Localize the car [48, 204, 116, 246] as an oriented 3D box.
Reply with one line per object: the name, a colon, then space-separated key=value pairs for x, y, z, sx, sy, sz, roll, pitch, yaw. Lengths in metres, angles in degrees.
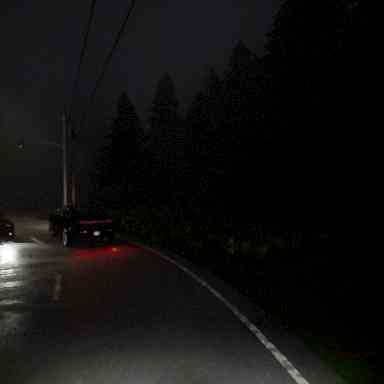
car: x=-4.800 y=1.274 z=14.200 sx=2.128 sy=1.511 sz=4.902 roll=-1 pitch=1 yaw=-33

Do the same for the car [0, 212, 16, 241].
car: x=-9.079 y=1.348 z=14.233 sx=1.994 sy=1.385 sz=4.181 roll=-1 pitch=1 yaw=-42
